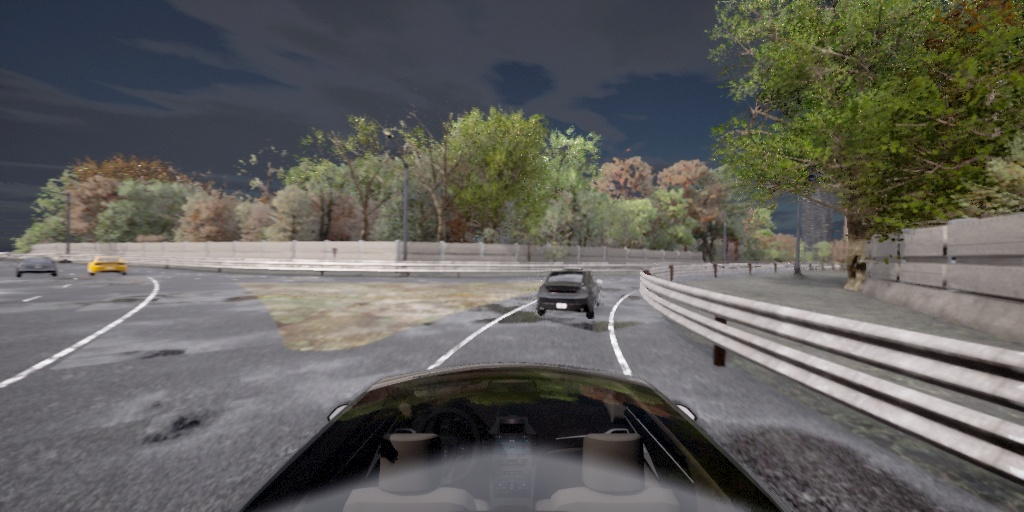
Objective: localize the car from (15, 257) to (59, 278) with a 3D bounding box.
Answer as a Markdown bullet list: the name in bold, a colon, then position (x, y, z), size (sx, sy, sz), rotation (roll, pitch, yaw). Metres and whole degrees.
- **car**: position (-35.043, 0.802, 26.491), size (5.357, 1.411, 2.033), rotation (1, 0, 36)

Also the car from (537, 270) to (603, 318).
- **car**: position (2.198, 1.260, 13.202), size (1.837, 1.490, 4.892), rotation (0, 0, 17)

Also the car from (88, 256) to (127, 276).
- **car**: position (-32.636, 0.758, 28.953), size (5.008, 1.535, 1.882), rotation (1, 0, 38)
